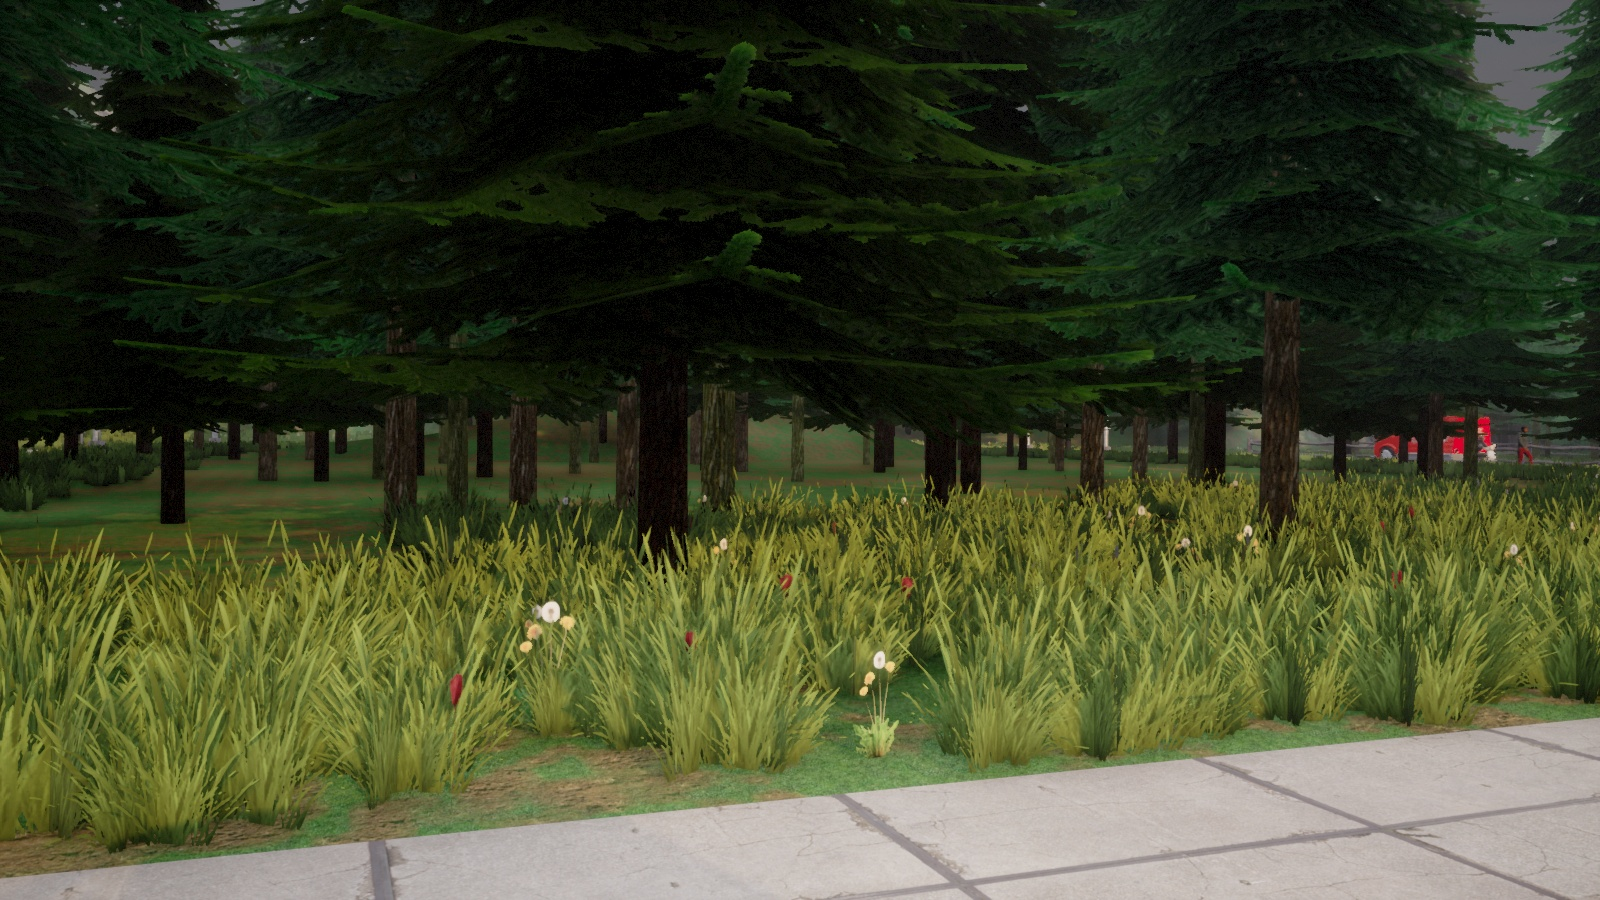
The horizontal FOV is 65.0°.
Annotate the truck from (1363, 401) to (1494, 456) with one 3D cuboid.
[{"bbox_3d":[29.815,-1.011,59.796,2.627,2.467,5.204,-1,1,-20],"label":"truck"}]

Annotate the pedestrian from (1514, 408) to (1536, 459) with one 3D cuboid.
[{"bbox_3d":[26.725,-0.608,46.282,0.353,1.847,0.614,-1,1,-17],"label":"pedestrian"}]
